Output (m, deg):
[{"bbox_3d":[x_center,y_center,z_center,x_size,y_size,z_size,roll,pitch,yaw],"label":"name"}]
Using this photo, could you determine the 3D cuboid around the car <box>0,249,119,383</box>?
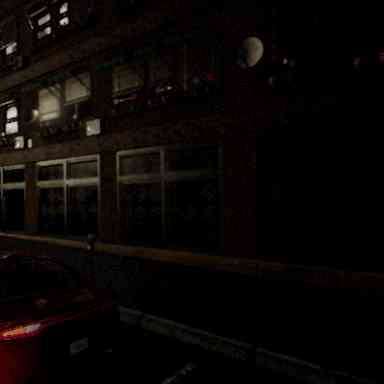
[{"bbox_3d":[-3.034,1.525,4.911,4.507,1.381,1.887,0,-1,36],"label":"car"}]
